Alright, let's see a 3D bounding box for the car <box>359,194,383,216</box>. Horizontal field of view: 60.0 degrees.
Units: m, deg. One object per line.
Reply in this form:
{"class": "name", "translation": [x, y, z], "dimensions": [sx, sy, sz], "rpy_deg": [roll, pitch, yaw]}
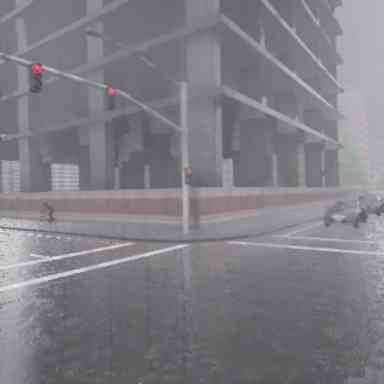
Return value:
{"class": "car", "translation": [14.781, 1.009, 27.905], "dimensions": [2.097, 1.767, 4.553], "rpy_deg": [-1, 0, 35]}

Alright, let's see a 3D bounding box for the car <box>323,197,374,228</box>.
{"class": "car", "translation": [9.473, 1.262, 20.378], "dimensions": [2.128, 1.511, 4.902], "rpy_deg": [-1, 0, 35]}

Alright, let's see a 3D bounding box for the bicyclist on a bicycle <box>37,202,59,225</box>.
{"class": "bicyclist on a bicycle", "translation": [-10.312, 1.549, 23.826], "dimensions": [0.582, 1.620, 1.656], "rpy_deg": [-1, 0, 35]}
